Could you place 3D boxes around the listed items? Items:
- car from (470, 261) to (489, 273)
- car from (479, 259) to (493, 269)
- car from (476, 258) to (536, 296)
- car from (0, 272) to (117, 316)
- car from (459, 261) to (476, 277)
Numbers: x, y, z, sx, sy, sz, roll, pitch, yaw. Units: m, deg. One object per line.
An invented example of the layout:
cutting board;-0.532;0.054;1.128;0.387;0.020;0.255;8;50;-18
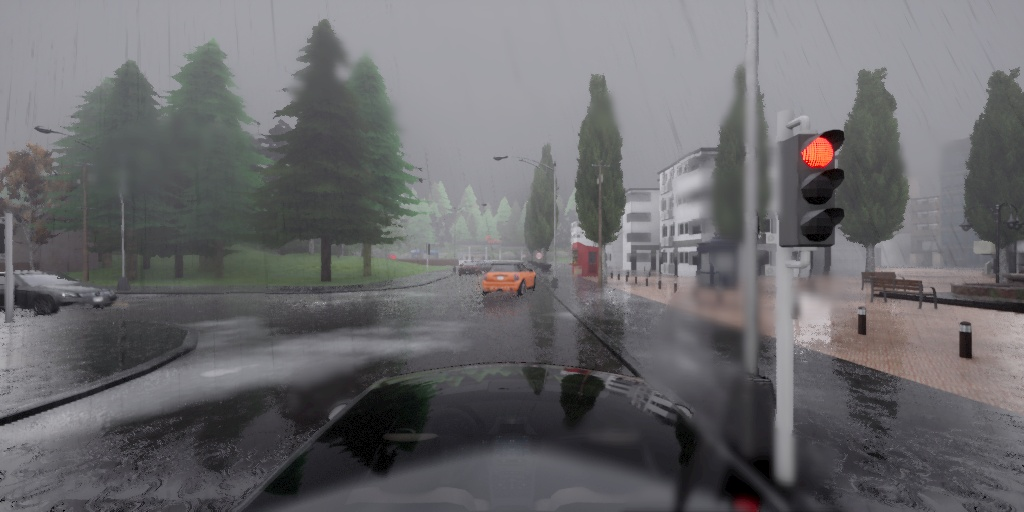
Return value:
car;-4.081;1.314;45.649;1.994;1.385;4.181;0;0;0
car;-4.039;1.276;55.776;1.812;1.442;4.674;0;0;0
car;-0.042;1.102;19.509;2.097;1.767;4.553;0;0;14
car;-17.011;1.276;12.724;4.674;1.442;1.812;0;0;0
car;-4.095;1.228;35.729;1.882;1.535;5.008;0;0;0
